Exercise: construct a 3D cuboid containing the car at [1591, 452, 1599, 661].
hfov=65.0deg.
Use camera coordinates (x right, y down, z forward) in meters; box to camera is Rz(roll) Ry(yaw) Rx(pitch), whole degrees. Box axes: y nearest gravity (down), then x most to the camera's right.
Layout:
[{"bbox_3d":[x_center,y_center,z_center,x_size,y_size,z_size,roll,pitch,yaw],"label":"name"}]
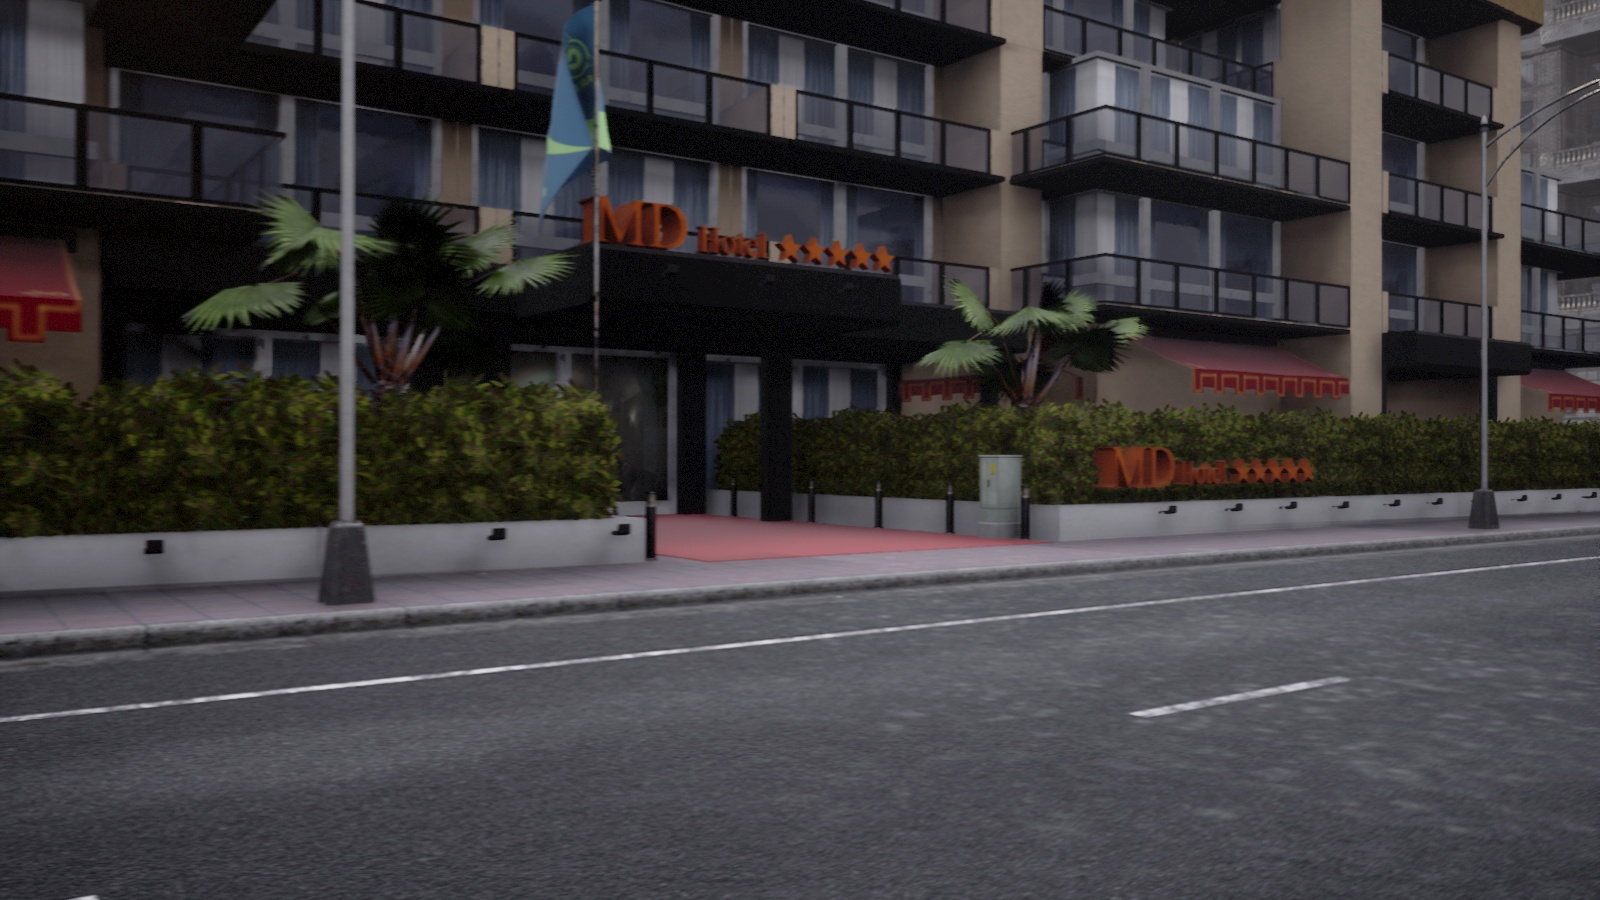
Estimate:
[{"bbox_3d":[8.237,0.750,9.461,4.792,1.488,2.163,0,0,-35],"label":"car"}]
